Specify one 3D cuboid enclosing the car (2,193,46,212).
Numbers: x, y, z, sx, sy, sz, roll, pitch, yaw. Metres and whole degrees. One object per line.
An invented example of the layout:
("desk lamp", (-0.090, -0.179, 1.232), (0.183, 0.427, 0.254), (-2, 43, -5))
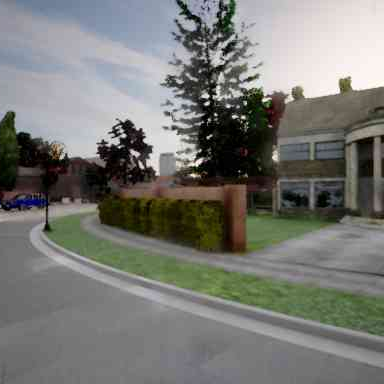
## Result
("car", (-19.354, 1.165, 38.648), (2.150, 2.045, 5.566), (0, 0, 12))
